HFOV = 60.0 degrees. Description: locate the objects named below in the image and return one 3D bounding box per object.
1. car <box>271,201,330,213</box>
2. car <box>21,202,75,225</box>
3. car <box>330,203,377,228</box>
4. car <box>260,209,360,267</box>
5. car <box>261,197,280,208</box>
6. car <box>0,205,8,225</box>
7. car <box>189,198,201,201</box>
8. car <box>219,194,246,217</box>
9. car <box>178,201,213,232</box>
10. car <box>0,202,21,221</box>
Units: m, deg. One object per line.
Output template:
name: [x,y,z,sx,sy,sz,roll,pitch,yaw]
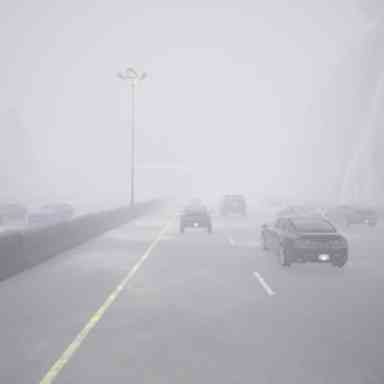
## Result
car: [7.250,1.592,22.920,2.033,1.411,5.357,0,0,0]
car: [-10.335,1.514,24.760,1.882,1.535,5.008,0,0,0]
car: [10.751,1.550,22.851,1.837,1.490,4.892,0,0,0]
car: [3.666,1.553,11.618,1.837,1.490,4.892,0,0,0]
car: [10.931,1.433,45.832,2.033,1.411,5.357,0,1,0]
car: [-10.417,1.529,14.329,1.882,1.535,5.008,0,0,0]
car: [0.416,1.453,43.910,2.033,1.411,5.357,0,1,0]
car: [3.820,1.229,31.854,2.150,2.045,5.566,0,1,0]
car: [0.234,1.554,20.756,1.837,1.490,4.892,0,0,0]
car: [-13.836,1.542,24.592,1.837,1.490,4.892,0,0,0]
